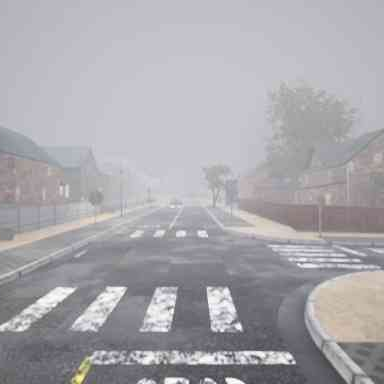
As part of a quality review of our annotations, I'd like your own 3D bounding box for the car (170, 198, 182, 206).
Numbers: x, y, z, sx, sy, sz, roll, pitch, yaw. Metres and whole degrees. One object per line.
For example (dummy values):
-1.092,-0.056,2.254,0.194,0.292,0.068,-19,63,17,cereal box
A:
-2.811,1.740,60.367,1.994,1.385,4.181,0,0,0,car
